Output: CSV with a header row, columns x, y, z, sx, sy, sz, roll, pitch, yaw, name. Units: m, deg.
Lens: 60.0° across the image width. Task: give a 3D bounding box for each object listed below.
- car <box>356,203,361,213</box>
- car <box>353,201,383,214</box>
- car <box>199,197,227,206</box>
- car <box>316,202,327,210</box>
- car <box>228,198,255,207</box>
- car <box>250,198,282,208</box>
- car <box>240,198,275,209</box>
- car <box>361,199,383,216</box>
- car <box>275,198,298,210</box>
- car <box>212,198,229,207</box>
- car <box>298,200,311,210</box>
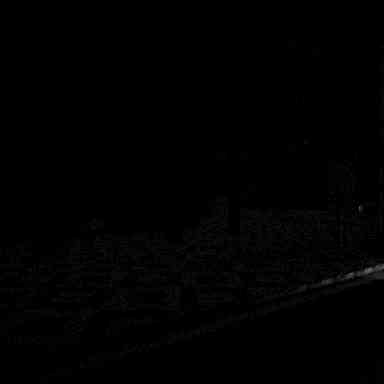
x,y,z,sx,sy,sz,roll,pitch,yaw,name
18.543,1.489,31.520,1.882,1.535,5.008,2,-1,-36,car
21.080,1.735,38.033,1.947,1.339,4.313,2,-1,-36,car
3.598,1.660,57.735,2.033,1.411,5.357,2,-1,-35,car
17.880,1.754,42.490,1.802,1.307,4.206,2,-1,-36,car
8.280,1.733,55.861,2.008,1.369,4.403,2,-1,-36,car
11.381,1.705,51.543,1.752,1.417,4.829,2,-1,-36,car
7.755,1.494,41.981,1.887,1.381,4.507,2,-1,-36,car
17.340,1.380,28.635,1.967,1.590,4.097,2,-1,-37,car
10.530,1.511,42.687,2.128,1.511,4.902,2,-1,-36,car
4.654,1.478,46.301,1.752,1.417,4.829,2,-1,-36,car
14.680,1.742,46.947,1.947,1.339,4.313,2,-1,-36,car
